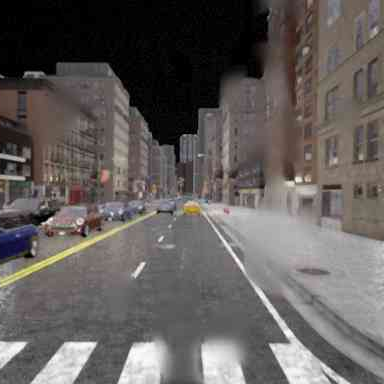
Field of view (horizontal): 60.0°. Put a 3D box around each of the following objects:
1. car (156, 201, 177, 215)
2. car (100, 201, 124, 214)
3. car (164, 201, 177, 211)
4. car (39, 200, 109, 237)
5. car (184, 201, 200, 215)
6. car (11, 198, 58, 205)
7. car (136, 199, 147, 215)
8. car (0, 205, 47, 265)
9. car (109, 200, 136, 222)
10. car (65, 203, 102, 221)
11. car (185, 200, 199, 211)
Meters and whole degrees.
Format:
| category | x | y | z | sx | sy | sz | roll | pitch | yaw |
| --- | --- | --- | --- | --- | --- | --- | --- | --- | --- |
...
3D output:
| category | x | y | z | sx | sy | sz | roll | pitch | yaw |
| --- | --- | --- | --- | --- | --- | --- | --- | --- | --- |
| car | -3.252 | 2.021 | 41.086 | 1.994 | 1.385 | 4.181 | 1 | -1 | 0 |
| car | -9.801 | 1.912 | 41.171 | 1.812 | 1.442 | 4.674 | 1 | -1 | 1 |
| car | -3.254 | 2.101 | 51.131 | 1.812 | 1.442 | 4.674 | 1 | -1 | 0 |
| car | -6.586 | 1.527 | 19.116 | 2.097 | 1.767 | 4.553 | 1 | -1 | 0 |
| car | -0.001 | 1.966 | 40.704 | 1.882 | 1.535 | 5.008 | 1 | -1 | 0 |
| car | -9.829 | 1.374 | 20.372 | 2.150 | 2.045 | 5.566 | 1 | -1 | 0 |
| car | -6.563 | 1.751 | 39.224 | 2.097 | 1.767 | 4.553 | 1 | -1 | 0 |
| car | -6.585 | 1.437 | 10.181 | 2.097 | 1.767 | 4.553 | 1 | -1 | 0 |
| car | -6.586 | 1.634 | 29.060 | 2.097 | 1.767 | 4.553 | 1 | -1 | 0 |
| car | -9.845 | 1.788 | 30.443 | 1.812 | 1.442 | 4.674 | 1 | -1 | 0 |
| car | -0.004 | 2.103 | 51.142 | 2.128 | 1.511 | 4.902 | 1 | -1 | 0 |
